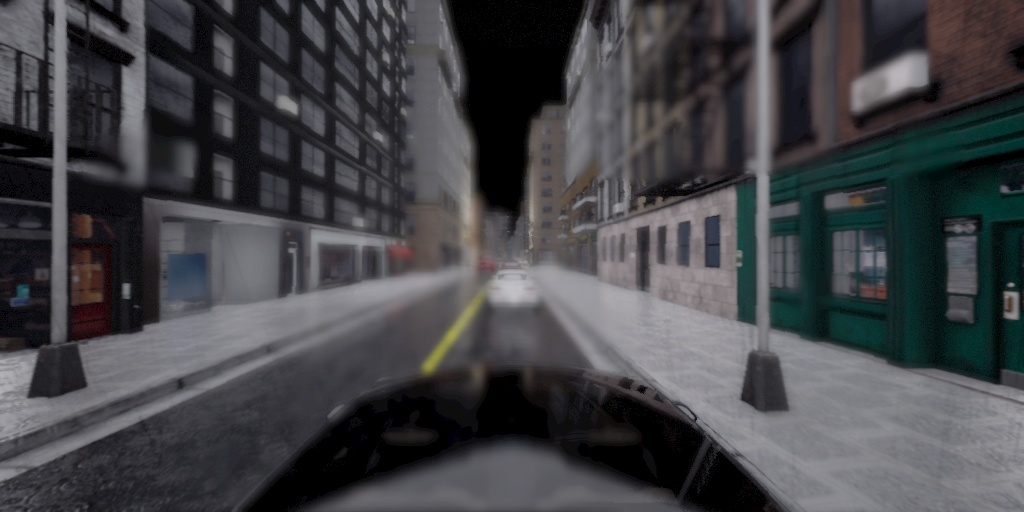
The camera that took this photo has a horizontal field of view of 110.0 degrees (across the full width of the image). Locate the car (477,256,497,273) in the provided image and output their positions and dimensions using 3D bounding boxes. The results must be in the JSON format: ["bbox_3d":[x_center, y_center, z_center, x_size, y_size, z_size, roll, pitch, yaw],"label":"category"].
[{"bbox_3d":[-3.089,0.974,44.812,2.150,2.045,5.566,0,0,0],"label":"car"}]

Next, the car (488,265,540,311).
[{"bbox_3d":[0.089,1.278,14.418,1.812,1.442,4.674,0,0,0],"label":"car"}]

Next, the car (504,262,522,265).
[{"bbox_3d":[0.087,1.232,30.126,1.882,1.535,5.008,0,0,0],"label":"car"}]
